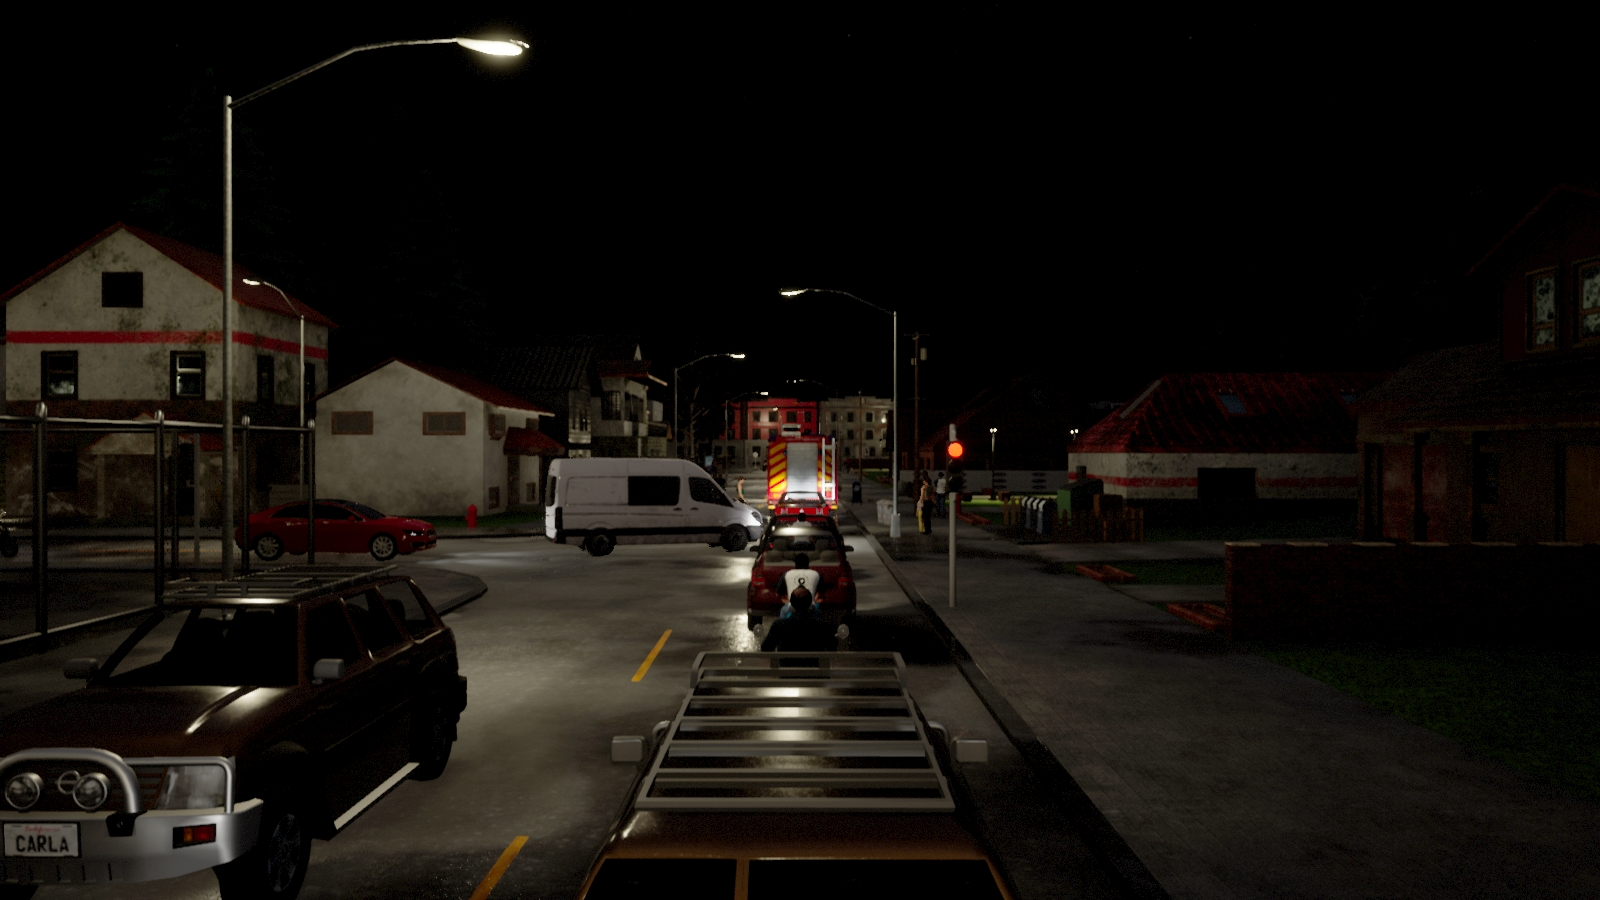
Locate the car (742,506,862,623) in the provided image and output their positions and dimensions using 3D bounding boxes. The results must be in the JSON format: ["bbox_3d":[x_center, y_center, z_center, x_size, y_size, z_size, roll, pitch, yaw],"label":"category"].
[{"bbox_3d":[0.027,1.788,18.824,1.789,1.549,3.705,0,0,0],"label":"car"}]

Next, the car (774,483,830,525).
[{"bbox_3d":[0.071,1.897,41.117,1.895,1.301,4.718,0,0,0],"label":"car"}]

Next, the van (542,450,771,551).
[{"bbox_3d":[-3.909,1.286,31.205,5.915,2.561,1.988,0,0,-20],"label":"van"}]

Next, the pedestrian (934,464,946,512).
[{"bbox_3d":[5.488,1.483,44.784,0.375,1.860,0.375,0,0,-10],"label":"pedestrian"}]

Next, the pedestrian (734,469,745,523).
[{"bbox_3d":[-2.087,1.592,39.475,0.375,1.860,0.375,0,0,0],"label":"pedestrian"}]

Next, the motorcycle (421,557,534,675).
[{"bbox_3d":[-3.894,1.979,13.965,0.803,1.145,2.033,0,0,0],"label":"motorcycle"}]

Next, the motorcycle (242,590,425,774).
[{"bbox_3d":[-3.994,1.952,9.953,0.856,1.236,1.805,0,0,0],"label":"motorcycle"}]

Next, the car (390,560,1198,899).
[{"bbox_3d":[-0.006,1.638,5.034,1.932,1.855,4.605,0,0,0],"label":"car"}]

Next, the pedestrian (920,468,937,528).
[{"bbox_3d":[4.001,1.493,35.633,0.375,1.860,0.375,0,0,-35],"label":"pedestrian"}]

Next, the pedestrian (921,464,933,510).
[{"bbox_3d":[5.098,1.481,45.863,0.375,1.860,0.375,0,0,-6],"label":"pedestrian"}]

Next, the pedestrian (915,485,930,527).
[{"bbox_3d":[3.910,1.771,36.377,0.375,1.300,0.375,0,0,-14],"label":"pedestrian"}]

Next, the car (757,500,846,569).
[{"bbox_3d":[0.042,1.903,26.663,1.895,1.301,4.718,0,0,0],"label":"car"}]

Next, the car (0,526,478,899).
[{"bbox_3d":[-3.983,1.635,8.349,1.932,1.855,4.605,0,0,0],"label":"car"}]

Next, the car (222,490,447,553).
[{"bbox_3d":[-11.882,1.813,29.425,4.892,1.480,2.231,0,0,0],"label":"car"}]

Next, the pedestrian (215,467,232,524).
[{"bbox_3d":[-18.943,1.490,37.532,0.375,1.860,0.375,0,0,-1],"label":"pedestrian"}]
